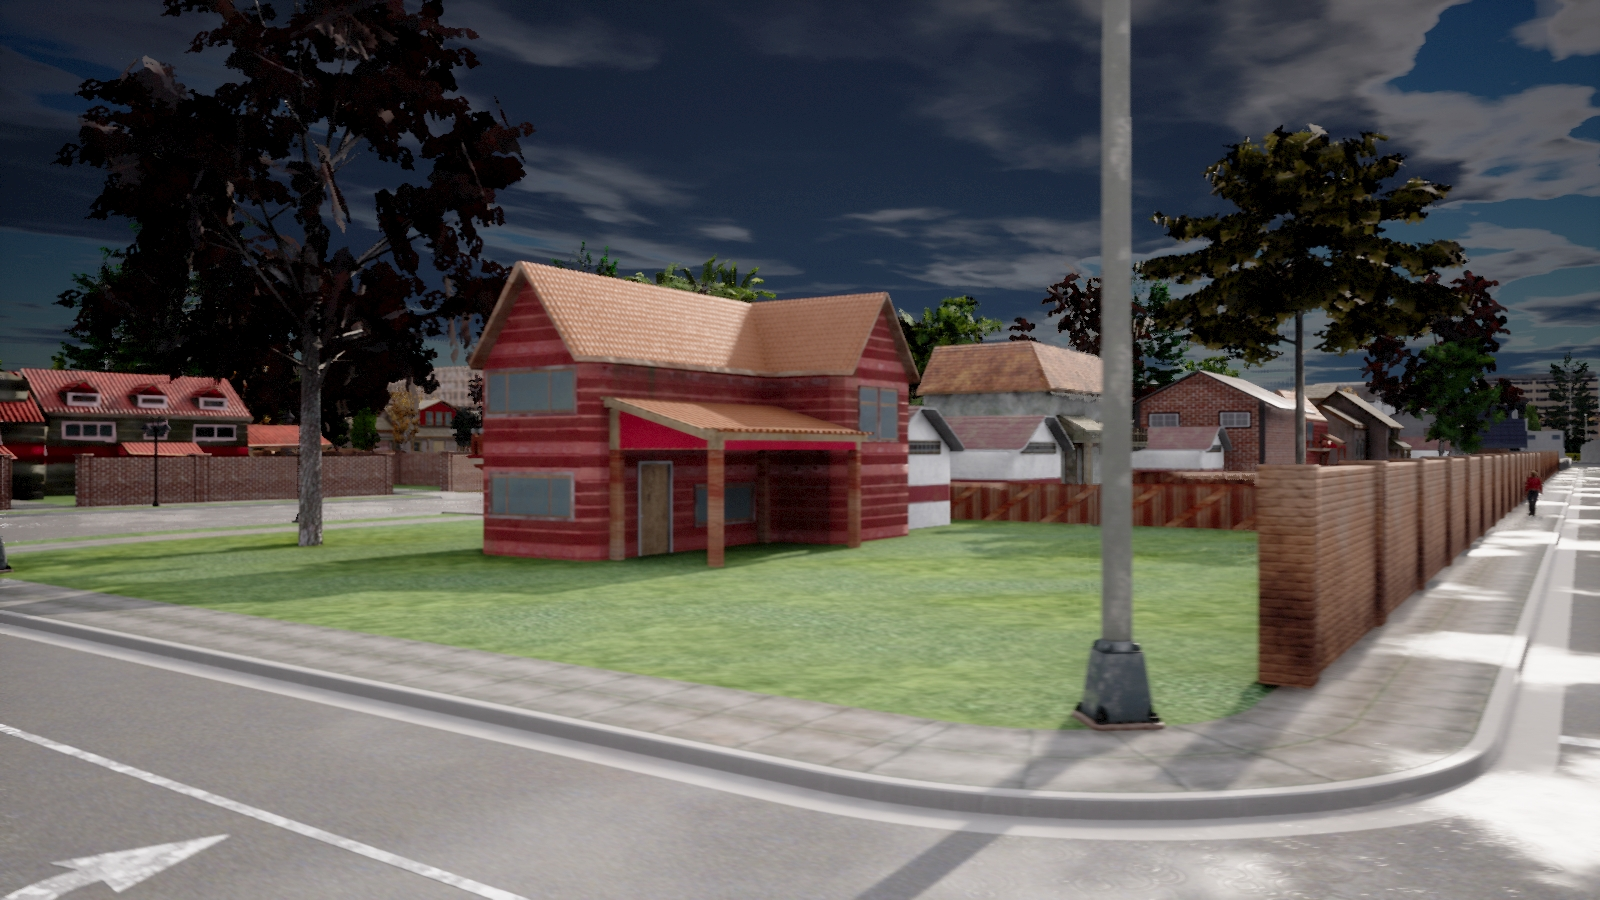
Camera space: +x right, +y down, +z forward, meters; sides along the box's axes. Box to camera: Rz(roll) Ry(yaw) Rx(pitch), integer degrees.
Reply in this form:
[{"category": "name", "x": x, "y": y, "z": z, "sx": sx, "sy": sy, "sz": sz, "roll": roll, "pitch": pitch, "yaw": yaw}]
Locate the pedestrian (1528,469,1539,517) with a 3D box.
[{"category": "pedestrian", "x": 29.006, "y": 1.699, "z": 45.177, "sx": 0.375, "sy": 1.860, "sz": 0.375, "roll": 0, "pitch": 0, "yaw": 34}]
